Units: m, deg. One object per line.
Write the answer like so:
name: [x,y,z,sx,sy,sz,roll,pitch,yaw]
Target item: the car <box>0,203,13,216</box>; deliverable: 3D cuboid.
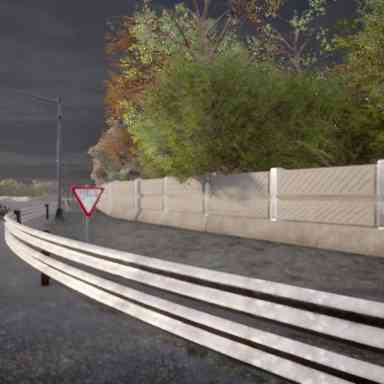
car: [-18.483,1.678,31.034,2.033,1.411,5.357,0,0,-11]
